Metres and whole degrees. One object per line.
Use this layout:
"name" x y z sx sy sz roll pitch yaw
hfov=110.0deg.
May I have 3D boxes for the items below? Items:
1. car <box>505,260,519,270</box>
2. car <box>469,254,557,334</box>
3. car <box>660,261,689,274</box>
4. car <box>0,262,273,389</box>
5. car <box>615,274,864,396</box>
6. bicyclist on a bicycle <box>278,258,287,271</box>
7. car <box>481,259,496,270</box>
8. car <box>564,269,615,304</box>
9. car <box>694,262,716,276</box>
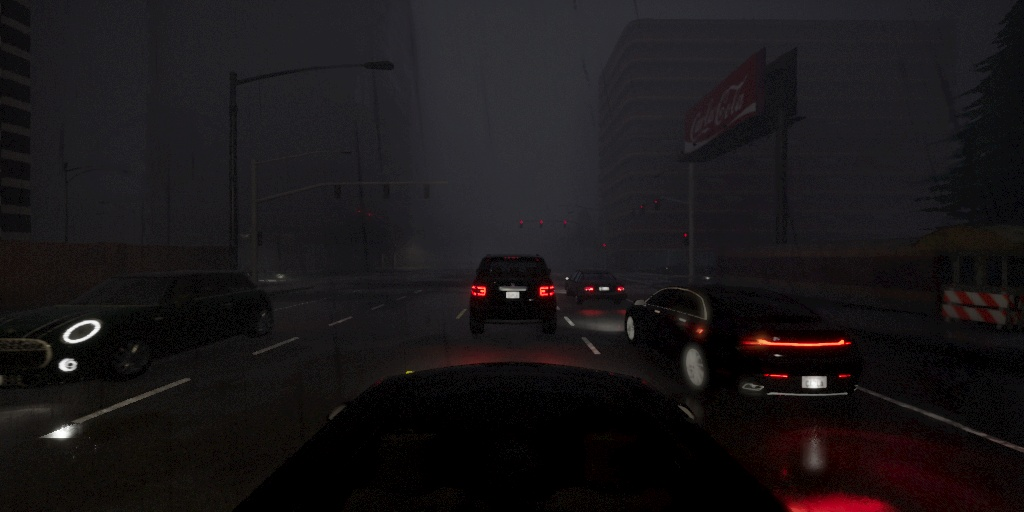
"car" 0.059 1.314 52.485 1.994 1.385 4.181 0 0 0
"car" 0.043 0.971 10.759 2.150 2.045 5.566 0 0 1
"car" 18.632 1.276 39.223 4.674 1.442 1.812 0 0 0
"car" -7.089 1.102 7.130 2.097 1.767 4.553 0 0 0
"car" 3.600 1.255 6.691 1.837 1.490 4.892 0 0 0
"bicyclist on a bicycle" -28.008 1.051 43.751 0.582 1.620 1.656 0 0 0
"car" -3.557 1.276 54.949 1.812 1.442 4.674 0 0 0
"car" 3.590 1.297 16.211 2.033 1.411 5.357 0 0 1
"car" 21.315 1.228 35.738 5.008 1.535 1.882 0 0 0
